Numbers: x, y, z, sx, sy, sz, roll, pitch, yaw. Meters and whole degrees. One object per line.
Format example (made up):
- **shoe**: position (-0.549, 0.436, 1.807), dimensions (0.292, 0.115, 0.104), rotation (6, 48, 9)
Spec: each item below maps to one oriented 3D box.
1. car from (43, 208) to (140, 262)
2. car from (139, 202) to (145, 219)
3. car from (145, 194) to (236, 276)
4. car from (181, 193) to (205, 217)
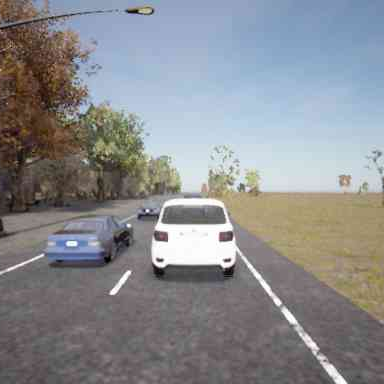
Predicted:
- **car**: position (-3.427, 1.529, 12.031), dimensions (2.033, 1.411, 5.357), rotation (0, 0, 0)
- **car**: position (-3.431, 1.509, 28.251), dimensions (2.033, 1.411, 5.357), rotation (0, 0, 0)
- **car**: position (0.066, 1.208, 10.464), dimensions (2.150, 2.045, 5.566), rotation (0, 0, 1)
- **car**: position (0.077, 1.177, 32.636), dimensions (2.150, 2.045, 5.566), rotation (0, 0, 0)
